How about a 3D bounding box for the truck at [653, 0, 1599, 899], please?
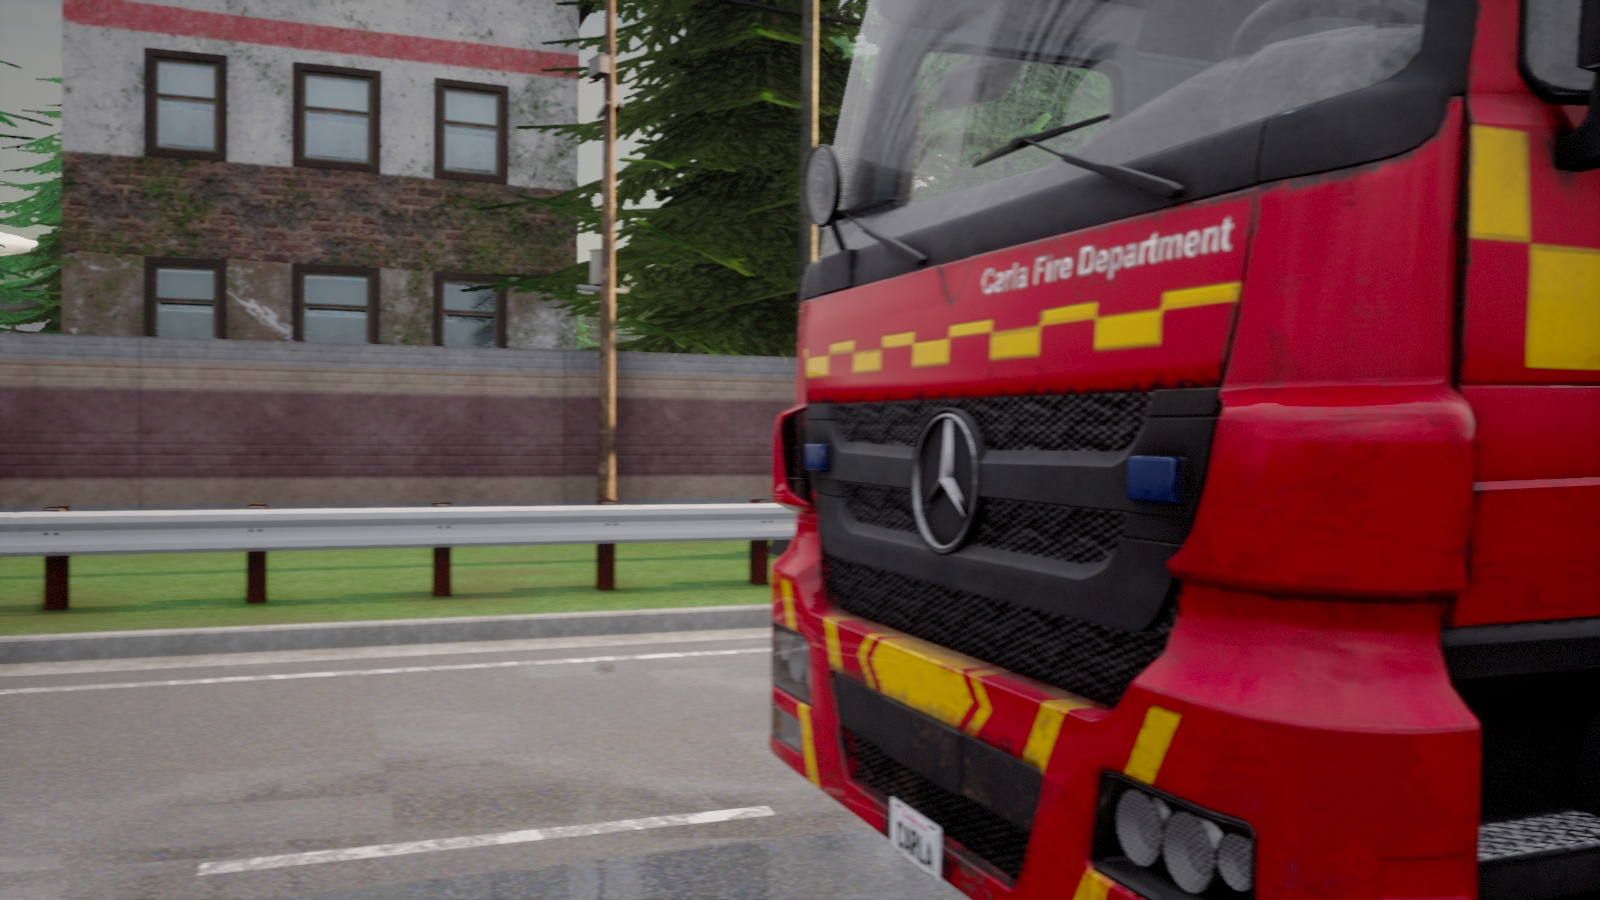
[{"bbox_3d":[3.951,-0.486,4.720,8.468,3.827,2.891,-1,1,-21],"label":"truck"}]
